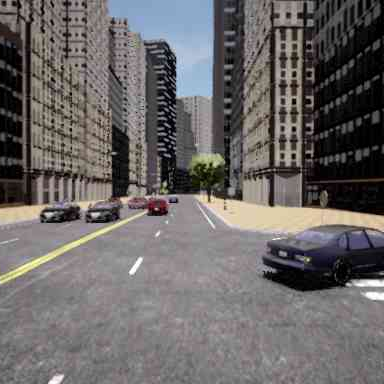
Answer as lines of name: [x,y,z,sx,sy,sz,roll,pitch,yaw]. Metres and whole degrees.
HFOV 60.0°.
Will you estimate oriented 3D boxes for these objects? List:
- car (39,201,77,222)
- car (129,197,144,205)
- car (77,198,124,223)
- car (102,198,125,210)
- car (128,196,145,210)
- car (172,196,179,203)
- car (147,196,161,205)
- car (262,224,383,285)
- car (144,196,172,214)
car: [-10.093,1.476,25.822,2.128,1.511,4.902,0,0,0]
car: [-10.322,1.591,62.017,1.994,1.385,4.181,0,0,-1]
car: [-6.844,1.486,25.860,2.128,1.511,4.902,0,0,0]
car: [-10.236,1.520,43.686,1.812,1.442,4.674,0,0,0]
car: [-6.987,1.356,43.786,2.097,1.767,4.553,0,0,0]
car: [-3.782,1.593,68.724,1.994,1.385,4.181,0,0,-1]
car: [-7.072,1.524,62.046,2.128,1.511,4.902,0,0,-1]
car: [4.685,1.689,9.879,5.357,1.411,2.033,0,1,-25]
car: [-3.477,1.487,34.853,1.882,1.535,5.008,0,0,-1]
